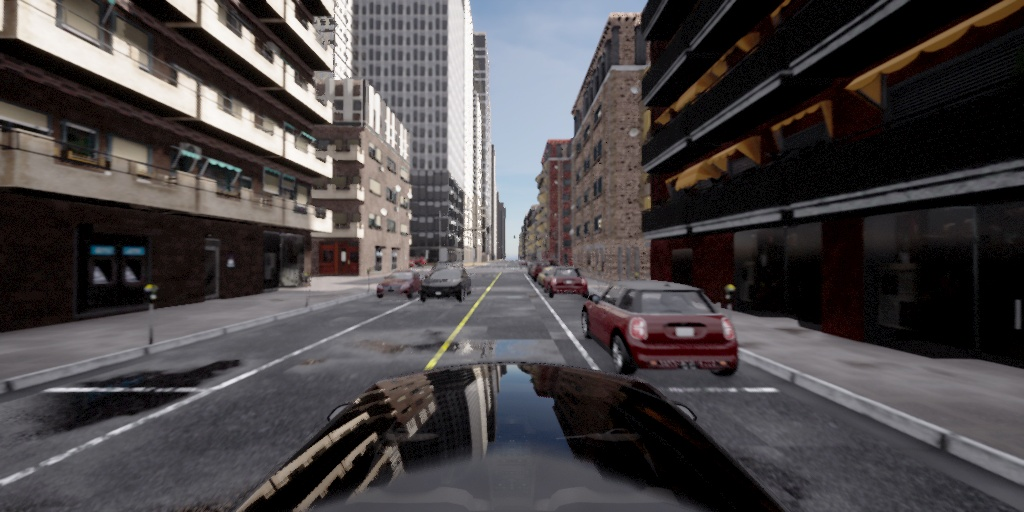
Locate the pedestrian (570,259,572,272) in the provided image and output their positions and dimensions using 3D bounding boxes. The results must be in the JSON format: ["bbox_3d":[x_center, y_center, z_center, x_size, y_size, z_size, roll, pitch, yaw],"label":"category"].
[{"bbox_3d":[8.148,1.280,49.077,0.375,1.860,0.375,0,0,0],"label":"pedestrian"}]

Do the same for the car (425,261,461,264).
[{"bbox_3d":[-5.682,1.316,30.250,1.967,1.591,4.097,0,0,0],"label":"car"}]

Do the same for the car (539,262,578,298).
[{"bbox_3d":[2.695,1.264,18.885,1.967,1.591,4.097,0,0,0],"label":"car"}]

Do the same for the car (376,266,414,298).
[{"bbox_3d":[-5.685,1.406,18.885,1.802,1.307,4.207,0,0,0],"label":"car"}]

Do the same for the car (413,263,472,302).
[{"bbox_3d":[-3.097,1.296,17.558,1.882,1.535,5.008,0,0,0],"label":"car"}]

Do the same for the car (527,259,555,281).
[{"bbox_3d":[2.698,1.190,30.250,2.192,1.841,5.009,0,0,0],"label":"car"}]

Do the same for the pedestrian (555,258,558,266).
[{"bbox_3d":[6.148,1.107,49.679,0.375,1.860,0.375,0,0,0],"label":"pedestrian"}]

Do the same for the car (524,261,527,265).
[{"bbox_3d":[2.701,1.494,41.615,1.948,1.339,4.313,0,0,0],"label":"car"}]

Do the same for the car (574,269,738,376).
[{"bbox_3d":[2.692,1.215,7.520,1.967,1.591,4.097,0,0,0],"label":"car"}]

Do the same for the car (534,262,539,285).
[{"bbox_3d":[2.697,1.375,24.738,1.751,1.417,4.829,0,0,0],"label":"car"}]

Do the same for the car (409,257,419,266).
[{"bbox_3d":[-17.561,1.000,55.286,5.009,1.841,2.192,0,0,0],"label":"car"}]

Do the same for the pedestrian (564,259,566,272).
[{"bbox_3d":[7.148,1.262,48.477,0.375,1.860,0.375,0,0,0],"label":"pedestrian"}]
